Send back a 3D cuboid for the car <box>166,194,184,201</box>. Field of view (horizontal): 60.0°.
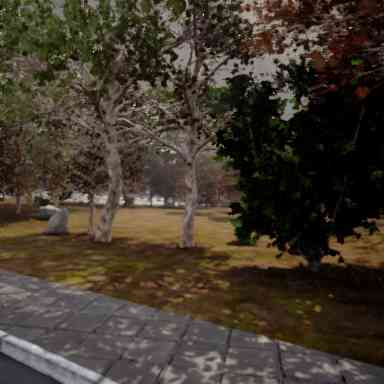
[{"bbox_3d":[-4.975,1.587,94.733,2.435,2.045,5.566,5,1,41],"label":"car"}]
